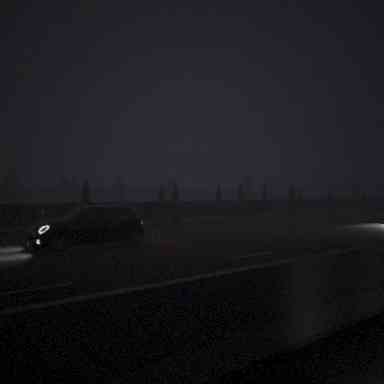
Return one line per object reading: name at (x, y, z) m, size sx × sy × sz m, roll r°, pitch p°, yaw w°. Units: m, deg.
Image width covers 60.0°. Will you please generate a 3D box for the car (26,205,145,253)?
car at (-4.316, 1.355, 13.812) m, size 4.553 × 1.767 × 2.097 m, roll 0°, pitch 0°, yaw -35°
